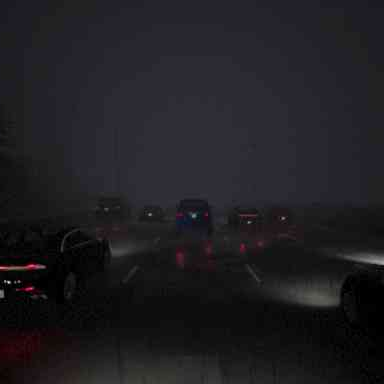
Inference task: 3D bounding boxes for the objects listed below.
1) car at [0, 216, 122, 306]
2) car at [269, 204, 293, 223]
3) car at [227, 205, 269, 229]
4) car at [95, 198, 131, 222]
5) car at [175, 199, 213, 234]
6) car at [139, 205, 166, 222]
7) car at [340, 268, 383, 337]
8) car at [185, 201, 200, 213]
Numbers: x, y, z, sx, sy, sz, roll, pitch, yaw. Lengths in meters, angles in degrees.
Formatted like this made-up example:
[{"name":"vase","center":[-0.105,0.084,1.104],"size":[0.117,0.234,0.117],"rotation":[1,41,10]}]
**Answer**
[{"name":"car","center":[-3.400,1.574,8.203],"size":[2.128,1.511,4.902],"rotation":[0,0,0]},{"name":"car","center":[7.101,1.784,28.267],"size":[1.837,1.490,4.892],"rotation":[0,0,0]},{"name":"car","center":[3.601,1.721,23.329],"size":[2.128,1.511,4.902],"rotation":[0,0,0]},{"name":"car","center":[-6.899,1.512,29.502],"size":[2.150,2.045,5.566],"rotation":[0,0,0]},{"name":"car","center":[0.113,1.428,21.002],"size":[2.150,2.045,5.566],"rotation":[0,0,0]},{"name":"car","center":[-3.398,1.849,29.023],"size":[1.994,1.385,4.181],"rotation":[0,0,0]},{"name":"car","center":[3.601,1.567,4.122],"size":[1.812,1.442,4.674],"rotation":[0,0,0]},{"name":"car","center":[0.098,1.953,43.702],"size":[1.812,1.442,4.674],"rotation":[0,0,0]}]
